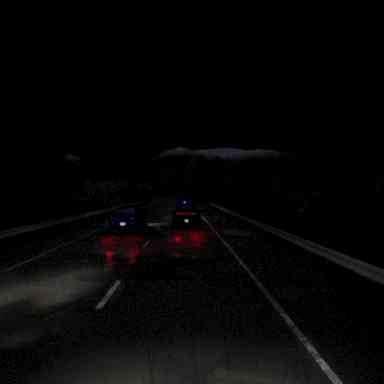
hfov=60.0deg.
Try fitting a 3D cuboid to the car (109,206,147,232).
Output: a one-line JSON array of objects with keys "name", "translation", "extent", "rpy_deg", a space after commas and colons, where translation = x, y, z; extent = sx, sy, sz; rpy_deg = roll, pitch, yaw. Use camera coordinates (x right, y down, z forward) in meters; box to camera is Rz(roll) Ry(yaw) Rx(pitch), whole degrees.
[{"name": "car", "translation": [-3.835, 1.572, 20.398], "extent": [1.812, 1.442, 4.674], "rpy_deg": [0, 0, -2]}]

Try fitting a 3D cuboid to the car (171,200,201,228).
[{"name": "car", "translation": [-0.397, 1.542, 22.633], "extent": [2.128, 1.511, 4.902], "rpy_deg": [0, 0, -2]}]

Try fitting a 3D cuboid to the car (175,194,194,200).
[{"name": "car", "translation": [-0.917, 1.306, 41.102], "extent": [2.150, 2.045, 5.566], "rpy_deg": [0, -1, -2]}]
